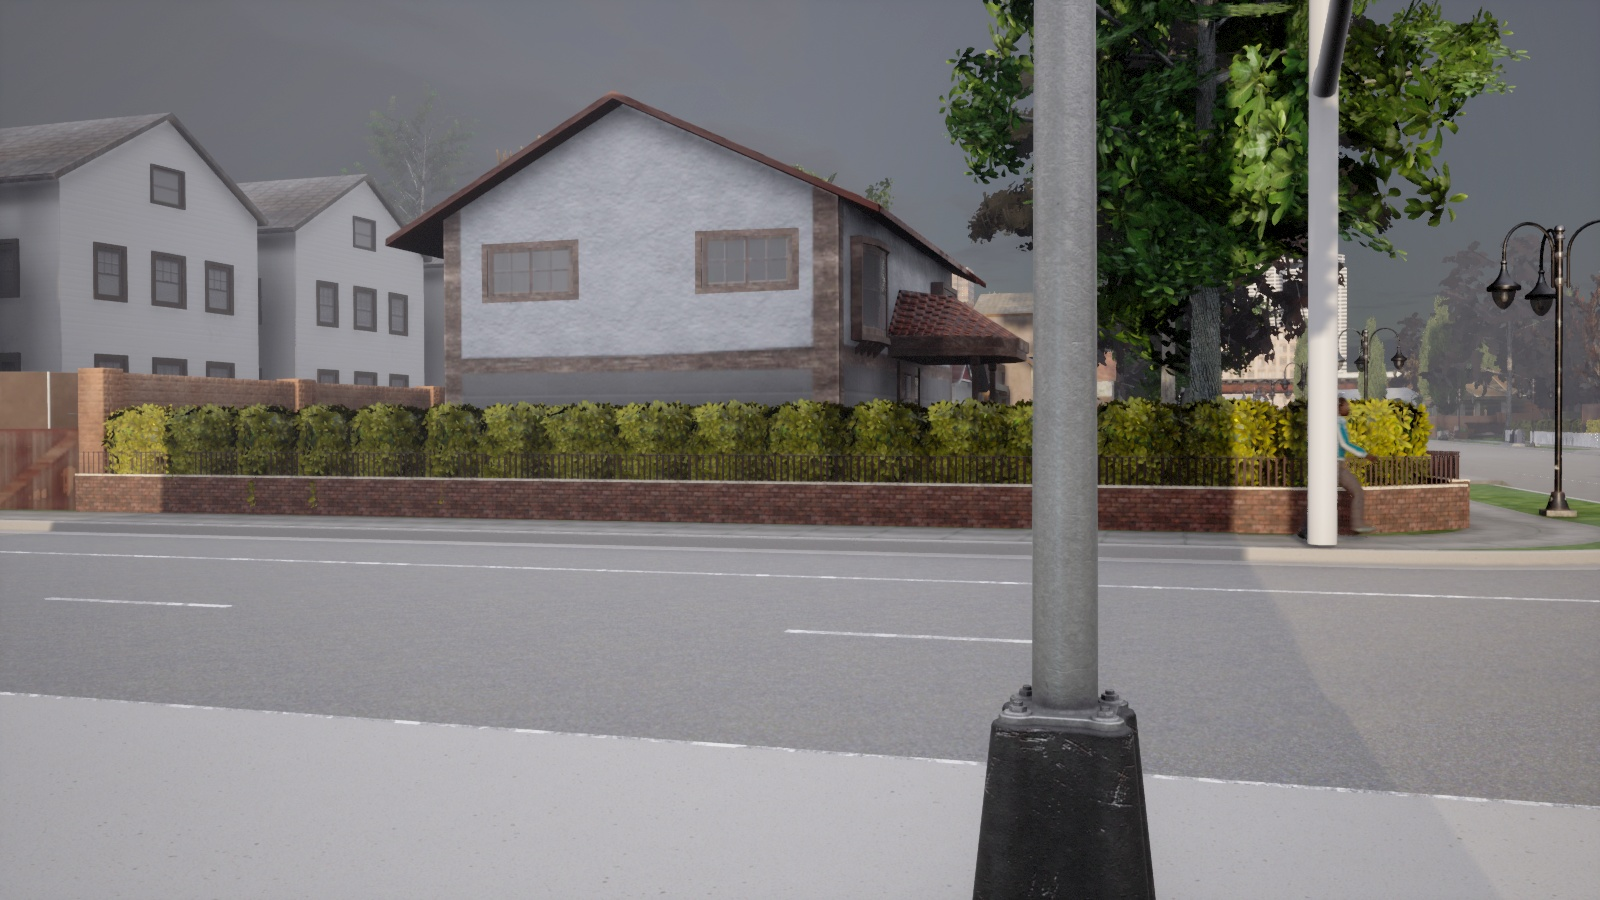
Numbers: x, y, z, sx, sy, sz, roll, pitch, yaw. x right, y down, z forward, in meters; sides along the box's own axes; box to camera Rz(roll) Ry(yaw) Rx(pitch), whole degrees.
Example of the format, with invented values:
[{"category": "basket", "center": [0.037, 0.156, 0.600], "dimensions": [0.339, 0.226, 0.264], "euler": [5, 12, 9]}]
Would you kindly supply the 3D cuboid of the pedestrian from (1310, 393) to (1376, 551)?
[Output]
[{"category": "pedestrian", "center": [6.738, 0.265, 15.601], "dimensions": [0.692, 1.930, 0.396], "euler": [0, 1, 17]}]
